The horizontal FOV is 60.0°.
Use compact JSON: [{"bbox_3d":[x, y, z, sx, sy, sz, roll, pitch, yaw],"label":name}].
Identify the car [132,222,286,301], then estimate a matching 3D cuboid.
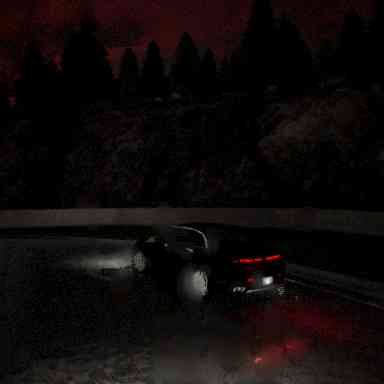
[{"bbox_3d":[0.118,1.556,8.651,1.837,1.490,4.892,1,-1,-35],"label":"car"}]
